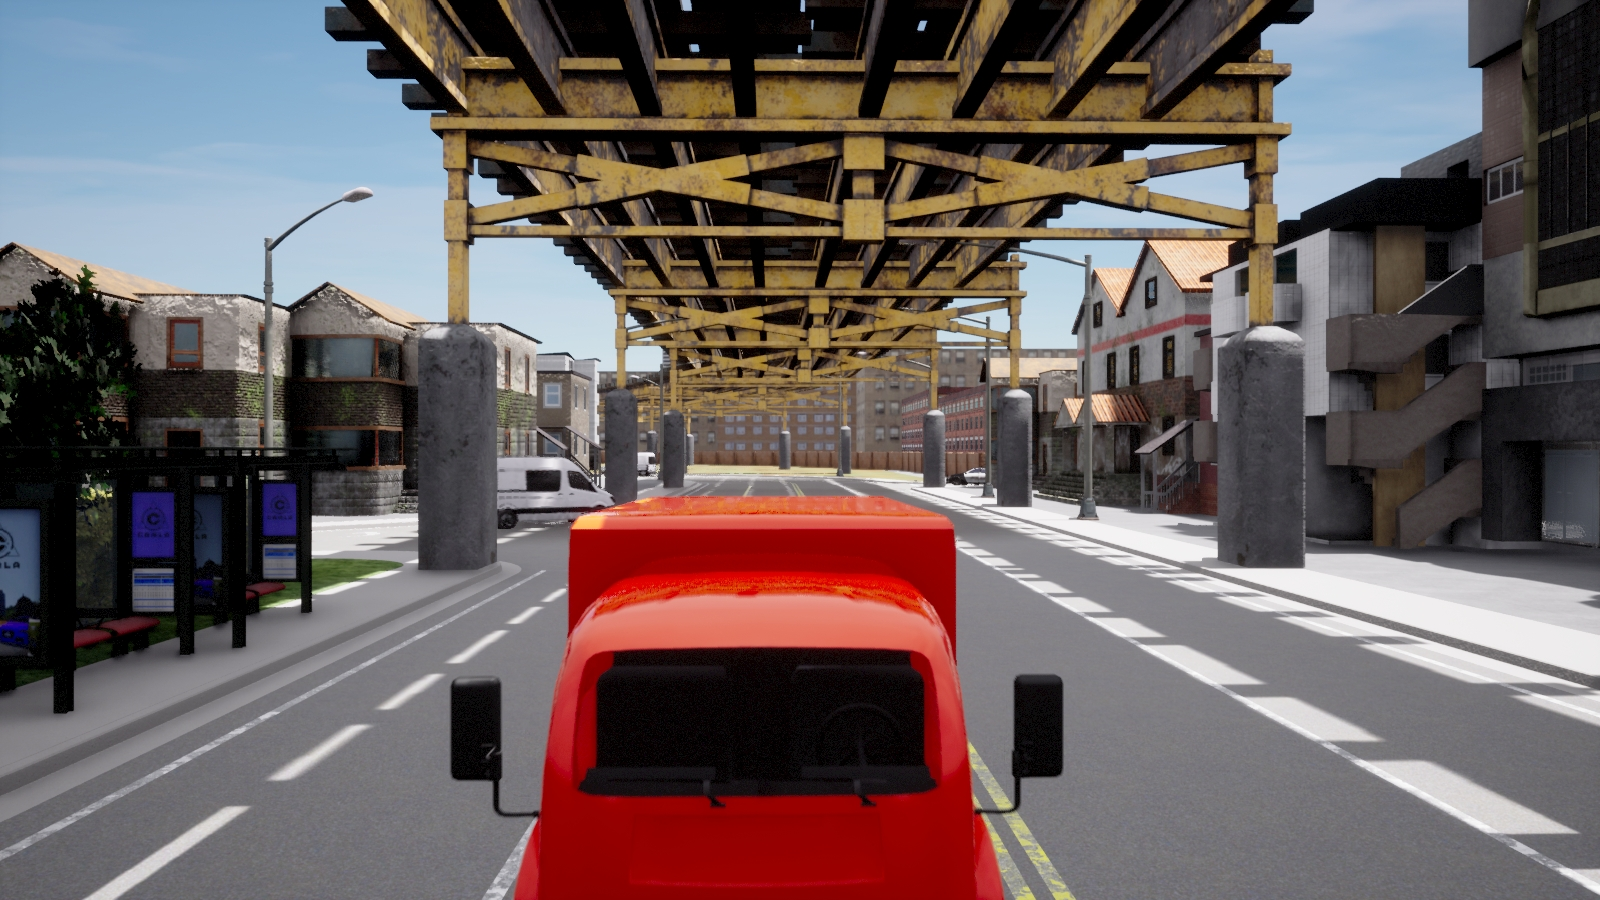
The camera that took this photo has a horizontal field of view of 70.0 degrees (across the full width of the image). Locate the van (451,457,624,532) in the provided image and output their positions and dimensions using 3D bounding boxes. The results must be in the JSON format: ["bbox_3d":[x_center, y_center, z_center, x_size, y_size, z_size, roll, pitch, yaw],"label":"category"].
[{"bbox_3d":[-9.558,1.534,41.929,5.915,2.561,1.988,0,0,-40],"label":"van"}]

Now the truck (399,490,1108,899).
[{"bbox_3d":[-0.216,1.568,6.834,2.627,2.467,5.204,0,0,-1],"label":"truck"}]
